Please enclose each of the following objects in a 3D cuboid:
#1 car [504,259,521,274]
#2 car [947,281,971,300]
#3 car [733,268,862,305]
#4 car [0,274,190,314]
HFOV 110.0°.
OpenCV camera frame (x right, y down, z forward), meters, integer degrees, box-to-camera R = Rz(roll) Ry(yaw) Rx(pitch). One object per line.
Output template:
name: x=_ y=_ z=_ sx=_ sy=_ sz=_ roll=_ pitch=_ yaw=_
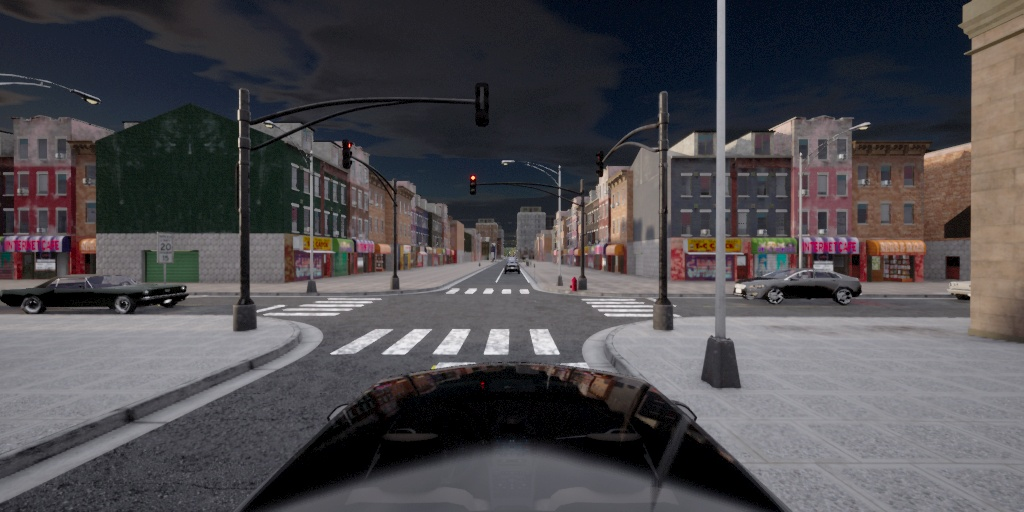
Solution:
car: x=0.022 y=1.313 z=40.639 sx=1.948 sy=1.339 sz=4.313 roll=0 pitch=0 yaw=0
car: x=22.496 y=1.419 z=15.824 sx=4.718 sy=1.301 sz=1.895 roll=0 pitch=0 yaw=0
car: x=12.449 y=1.278 z=15.818 sx=4.902 sy=1.511 sz=2.128 roll=0 pitch=0 yaw=0
car: x=-14.635 y=1.312 z=12.851 sx=4.718 sy=1.301 sz=1.895 roll=0 pitch=0 yaw=-3
